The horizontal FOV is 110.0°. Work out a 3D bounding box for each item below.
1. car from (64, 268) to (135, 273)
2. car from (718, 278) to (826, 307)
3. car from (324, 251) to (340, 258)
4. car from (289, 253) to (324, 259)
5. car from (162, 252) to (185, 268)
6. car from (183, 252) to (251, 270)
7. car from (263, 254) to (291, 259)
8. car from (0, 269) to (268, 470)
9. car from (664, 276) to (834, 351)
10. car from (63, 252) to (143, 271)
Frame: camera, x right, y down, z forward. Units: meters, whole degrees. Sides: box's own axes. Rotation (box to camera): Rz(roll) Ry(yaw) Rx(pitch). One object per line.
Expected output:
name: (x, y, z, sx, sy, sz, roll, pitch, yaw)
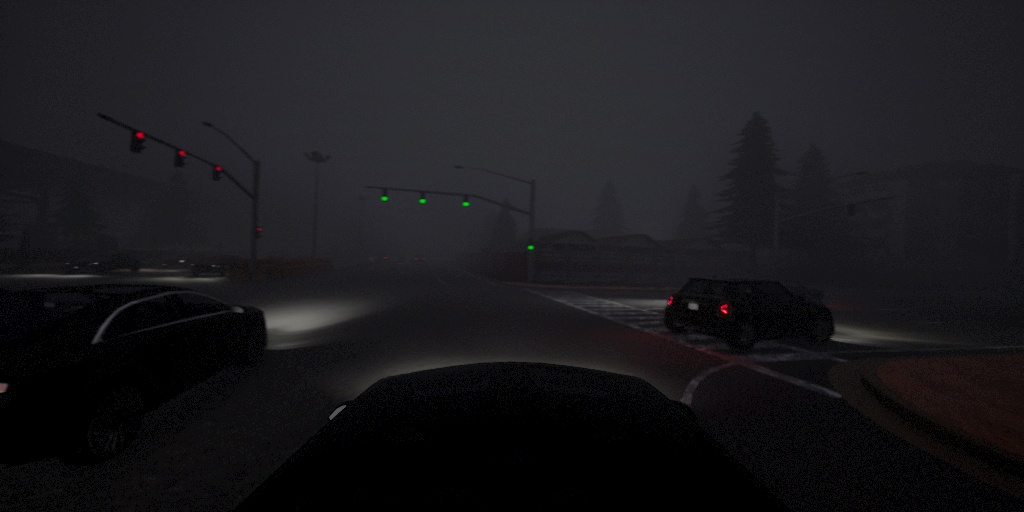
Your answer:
car: (-8.572, 1.025, 4.919, 2.033, 1.411, 5.357, 2, 0, -14)
car: (13.629, 1.897, 18.880, 4.718, 1.301, 1.895, 2, 0, -12)
car: (-29.361, 0.272, 58.053, 2.150, 2.045, 5.566, 2, 0, -14)
car: (-26.371, 0.637, 46.081, 2.033, 1.411, 5.357, 2, 0, -14)
car: (-30.546, 0.364, 33.894, 1.882, 1.535, 5.008, 2, 0, -14)
car: (-21.506, 0.631, 26.658, 1.882, 1.535, 5.008, 2, 0, -14)
car: (-23.799, 0.724, 35.717, 1.895, 1.301, 4.718, 2, 0, -14)
car: (-4.844, 1.093, 4.452, 2.128, 1.511, 4.902, 2, 0, -14)
car: (6.533, 1.363, 9.867, 4.553, 1.767, 2.097, 2, 0, -23)
car: (-28.330, 0.442, 25.107, 1.812, 1.442, 4.674, 2, 0, -14)
